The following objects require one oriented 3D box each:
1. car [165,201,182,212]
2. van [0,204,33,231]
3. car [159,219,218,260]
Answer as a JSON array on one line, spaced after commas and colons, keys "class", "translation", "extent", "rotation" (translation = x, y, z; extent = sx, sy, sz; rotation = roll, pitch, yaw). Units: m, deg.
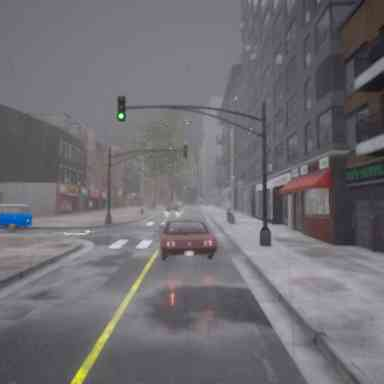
[{"class": "car", "translation": [-2.848, 2.156, 49.307], "extent": [1.837, 1.490, 4.892], "rotation": [0, -1, 0]}, {"class": "van", "translation": [-12.931, 1.710, 22.473], "extent": [3.998, 1.788, 1.690], "rotation": [0, -3, 0]}, {"class": "car", "translation": [-0.327, 1.708, 12.904], "extent": [1.895, 1.301, 4.718], "rotation": [0, -1, -6]}]
